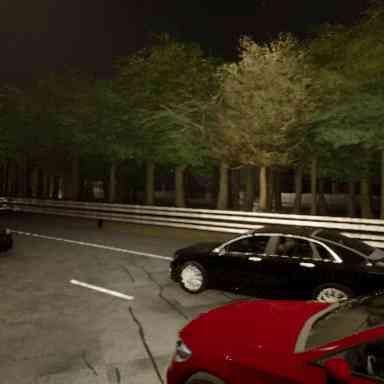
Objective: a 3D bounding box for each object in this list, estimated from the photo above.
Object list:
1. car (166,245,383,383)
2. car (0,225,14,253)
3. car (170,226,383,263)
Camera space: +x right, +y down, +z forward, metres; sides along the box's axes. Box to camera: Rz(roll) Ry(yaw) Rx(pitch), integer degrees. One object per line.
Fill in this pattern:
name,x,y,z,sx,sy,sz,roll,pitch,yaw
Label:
car,1.934,1.526,2.614,4.674,1.442,1.812,0,0,36
car,-8.071,1.381,11.017,4.181,1.385,1.994,2,0,20
car,1.728,1.490,7.067,4.892,1.490,1.837,1,1,34
